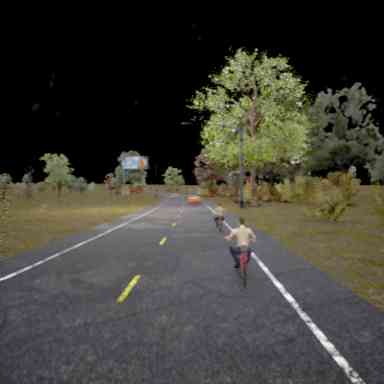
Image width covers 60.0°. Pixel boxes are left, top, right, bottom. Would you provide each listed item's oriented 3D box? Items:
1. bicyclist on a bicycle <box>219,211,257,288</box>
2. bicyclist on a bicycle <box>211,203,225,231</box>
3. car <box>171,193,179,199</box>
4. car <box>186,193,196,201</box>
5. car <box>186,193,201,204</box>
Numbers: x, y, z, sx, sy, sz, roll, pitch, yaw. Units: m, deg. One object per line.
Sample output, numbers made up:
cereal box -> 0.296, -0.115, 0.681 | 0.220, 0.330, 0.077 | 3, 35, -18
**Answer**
bicyclist on a bicycle -> 1.210, 1.395, 8.142 | 0.866, 1.612, 1.509 | -1, 0, 2
bicyclist on a bicycle -> 1.454, 1.359, 17.562 | 0.866, 1.612, 1.509 | -1, 0, 1
car -> -4.876, 1.009, 95.235 | 2.097, 1.767, 4.553 | -1, 0, -4
car -> -0.247, 1.063, 73.574 | 2.097, 1.767, 4.553 | -1, 0, -2
car -> 0.402, 1.134, 56.080 | 2.097, 1.767, 4.553 | -1, 0, -1
